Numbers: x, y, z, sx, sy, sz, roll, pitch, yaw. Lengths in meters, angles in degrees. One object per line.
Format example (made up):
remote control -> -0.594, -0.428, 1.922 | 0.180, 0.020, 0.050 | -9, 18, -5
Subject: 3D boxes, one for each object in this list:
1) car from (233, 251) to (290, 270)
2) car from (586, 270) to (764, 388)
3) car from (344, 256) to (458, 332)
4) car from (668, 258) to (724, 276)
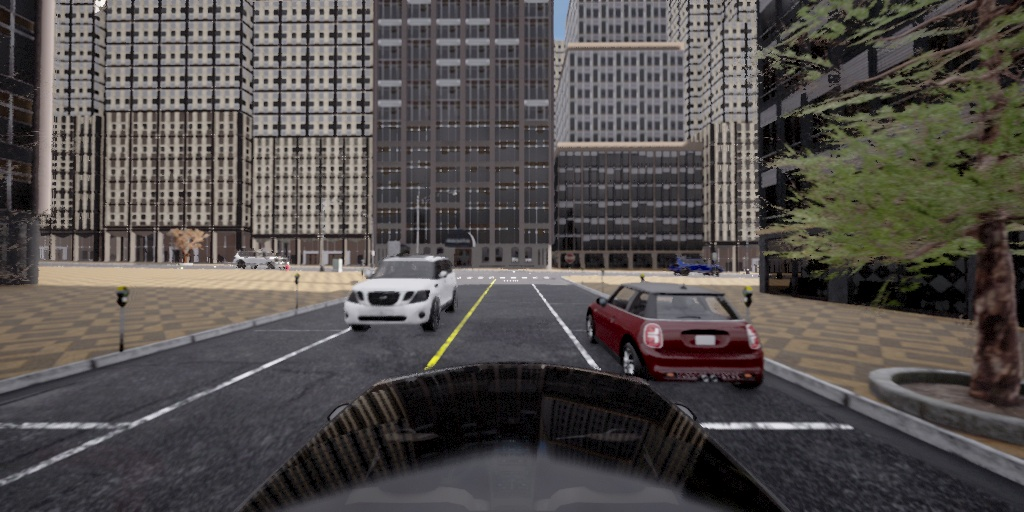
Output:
car -> -28.007, 0.451, 40.114 | 5.566, 2.045, 2.150 | 1, -1, 1
car -> 2.695, 1.207, 6.949 | 1.967, 1.591, 4.097 | 0, 0, 0
car -> -3.092, 1.003, 11.277 | 2.150, 2.045, 5.566 | 0, 0, 0
car -> 20.157, 1.230, 39.481 | 5.566, 2.045, 2.150 | 1, -1, 1
